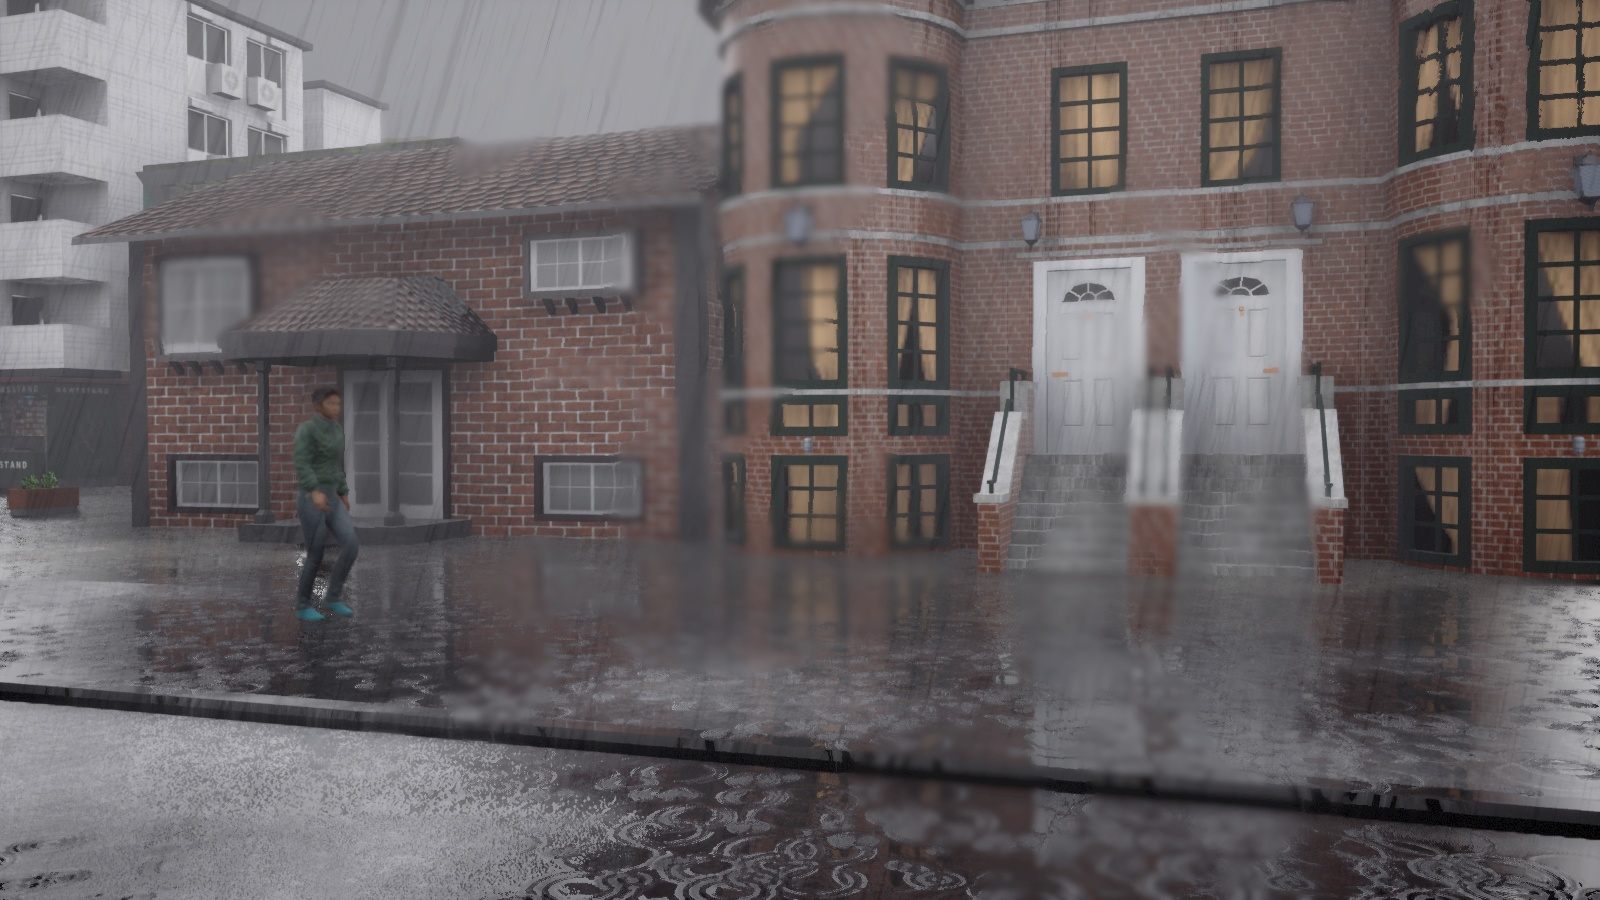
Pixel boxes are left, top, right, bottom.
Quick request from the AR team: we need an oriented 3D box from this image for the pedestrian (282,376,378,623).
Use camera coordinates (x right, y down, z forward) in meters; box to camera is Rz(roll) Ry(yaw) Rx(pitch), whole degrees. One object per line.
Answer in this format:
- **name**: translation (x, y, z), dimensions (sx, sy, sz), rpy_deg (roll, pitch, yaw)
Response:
- **pedestrian**: translation (-3.602, 0.364, 9.632), dimensions (0.614, 1.847, 0.353), rpy_deg (1, 1, 22)
